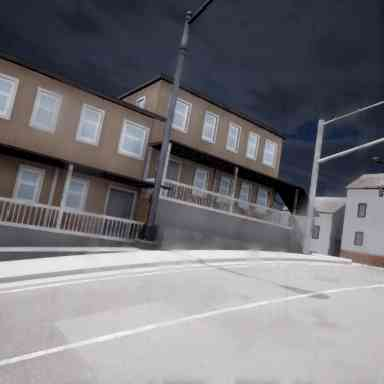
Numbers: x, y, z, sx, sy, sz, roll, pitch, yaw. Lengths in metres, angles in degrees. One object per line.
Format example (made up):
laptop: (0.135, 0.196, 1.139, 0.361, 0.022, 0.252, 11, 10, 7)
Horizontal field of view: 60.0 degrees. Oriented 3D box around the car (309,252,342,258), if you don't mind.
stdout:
car: (10.836, 6.154, 30.235, 1.895, 1.301, 4.718, 14, -17, -34)
